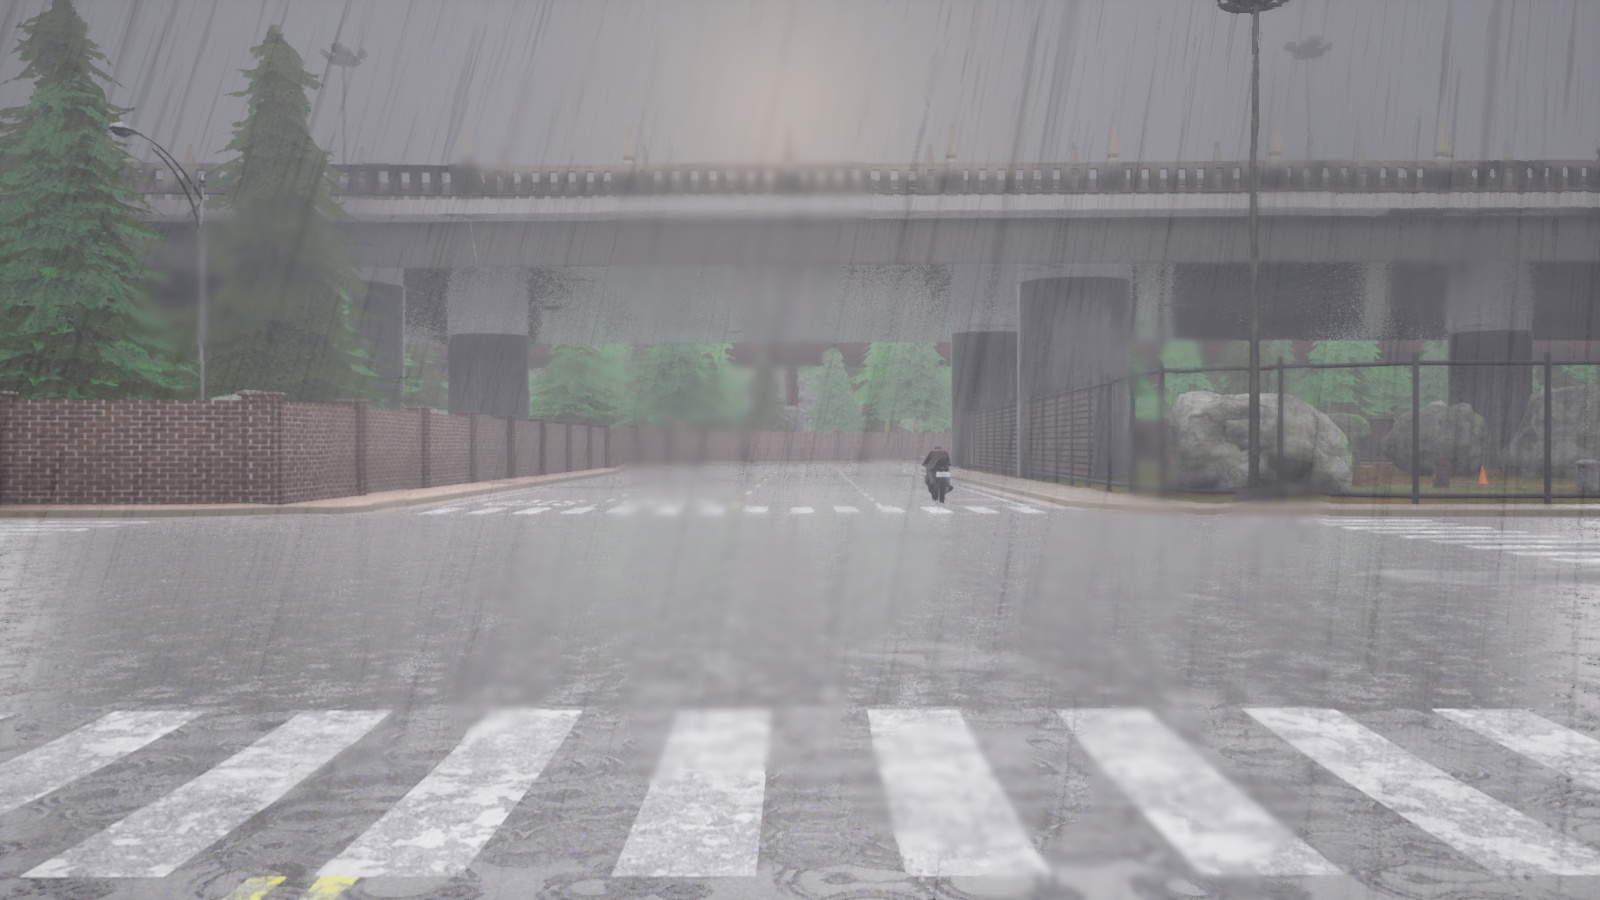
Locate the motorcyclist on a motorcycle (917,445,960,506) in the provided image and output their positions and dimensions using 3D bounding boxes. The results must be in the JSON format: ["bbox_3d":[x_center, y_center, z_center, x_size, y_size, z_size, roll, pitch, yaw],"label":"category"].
[{"bbox_3d":[3.619,0.648,32.993,0.866,1.530,2.191,0,0,0],"label":"motorcyclist on a motorcycle"}]
